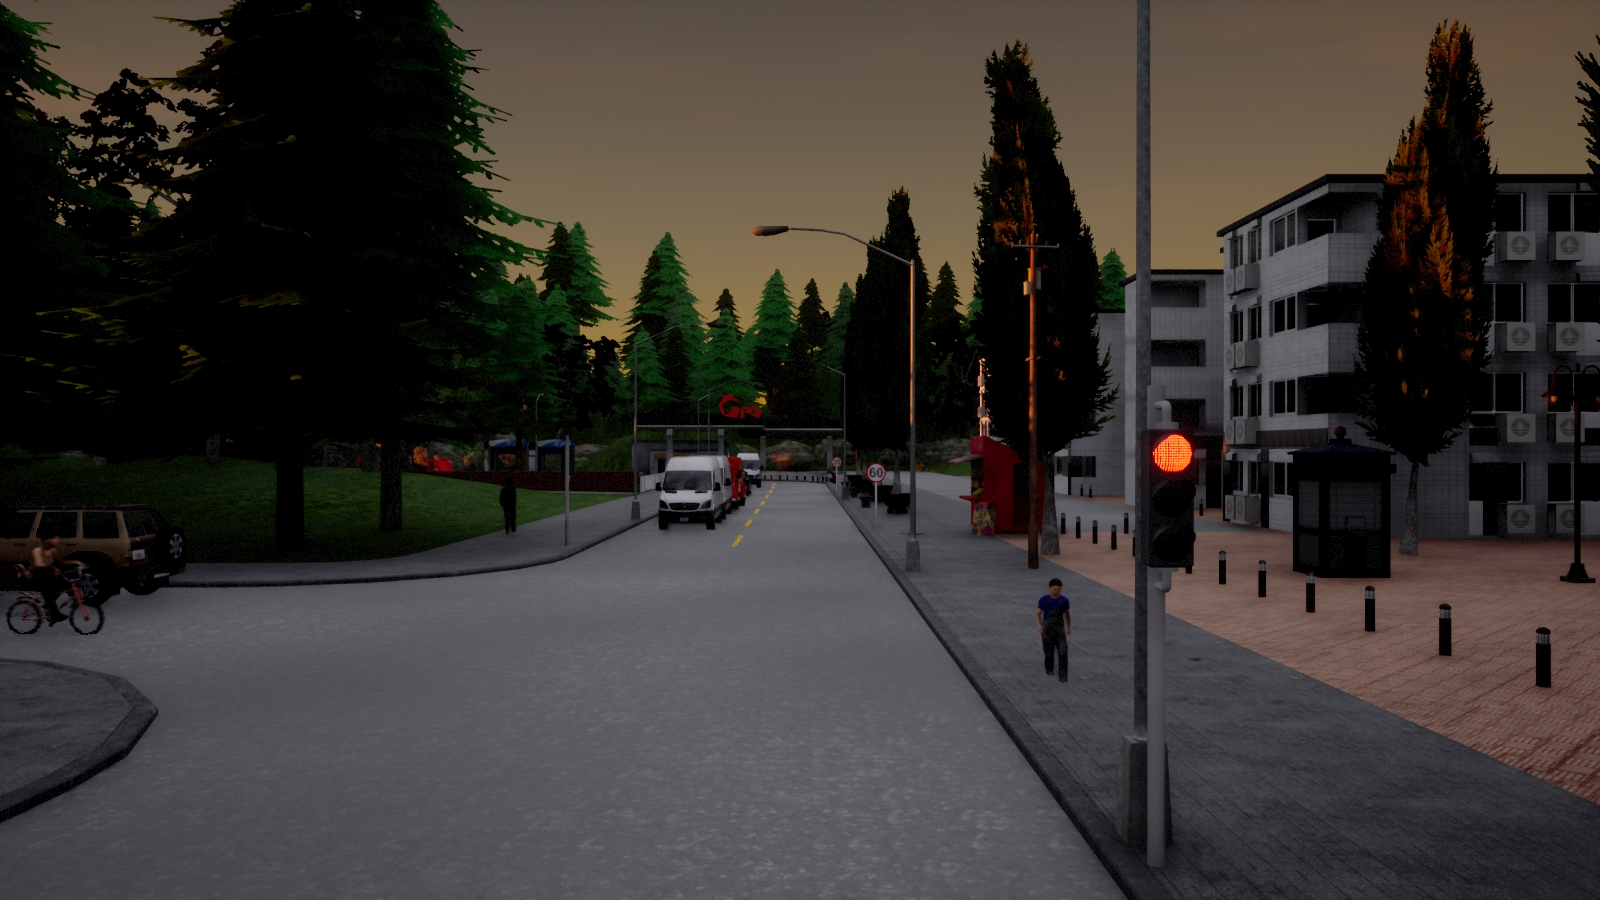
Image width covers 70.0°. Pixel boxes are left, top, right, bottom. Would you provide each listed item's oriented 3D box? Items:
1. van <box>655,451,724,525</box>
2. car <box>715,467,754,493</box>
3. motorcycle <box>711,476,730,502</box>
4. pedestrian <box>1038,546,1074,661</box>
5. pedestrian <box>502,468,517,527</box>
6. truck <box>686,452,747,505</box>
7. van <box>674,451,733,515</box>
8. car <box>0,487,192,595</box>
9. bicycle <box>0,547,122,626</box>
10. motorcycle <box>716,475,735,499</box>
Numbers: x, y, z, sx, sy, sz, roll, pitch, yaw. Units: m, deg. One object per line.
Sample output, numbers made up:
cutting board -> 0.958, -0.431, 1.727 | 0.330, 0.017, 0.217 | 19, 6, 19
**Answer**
van -> -4.013, 1.307, 42.390 | 1.988, 2.561, 5.915 | 0, 0, 0
car -> -3.975, 1.816, 70.543 | 2.128, 1.511, 4.902 | 0, 0, 0
motorcycle -> -3.975, 1.953, 57.177 | 0.856, 1.236, 1.805 | 0, 0, 0
pedestrian -> 3.013, 1.802, 13.465 | 0.375, 1.300, 0.375 | 0, 0, 5
pedestrian -> -9.290, 1.519, 36.505 | 0.375, 1.860, 0.375 | 0, 0, 0
truck -> -3.995, 1.339, 55.631 | 2.627, 2.467, 5.204 | 0, 0, 0
van -> -4.007, 1.306, 48.327 | 1.988, 2.561, 5.915 | 0, 0, 0
car -> -14.069, 1.640, 21.141 | 4.605, 1.855, 1.932 | 0, 0, 0
bicycle -> -11.194, 2.033, 17.181 | 1.487, 1.080, 0.859 | 0, 0, 2
motorcycle -> -3.988, 1.975, 61.268 | 0.867, 1.251, 2.209 | 0, 0, 0
